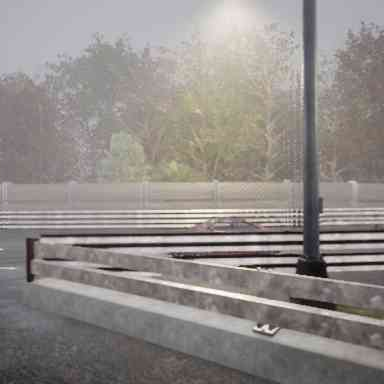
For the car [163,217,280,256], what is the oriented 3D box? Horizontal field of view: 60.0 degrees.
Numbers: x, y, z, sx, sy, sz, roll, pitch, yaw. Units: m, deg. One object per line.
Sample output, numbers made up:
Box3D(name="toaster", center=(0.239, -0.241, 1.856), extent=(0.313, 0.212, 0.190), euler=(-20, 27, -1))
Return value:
Box3D(name="car", center=(1.029, 1.602, 12.037), extent=(4.181, 1.385, 1.994), euler=(-1, 0, -3))
